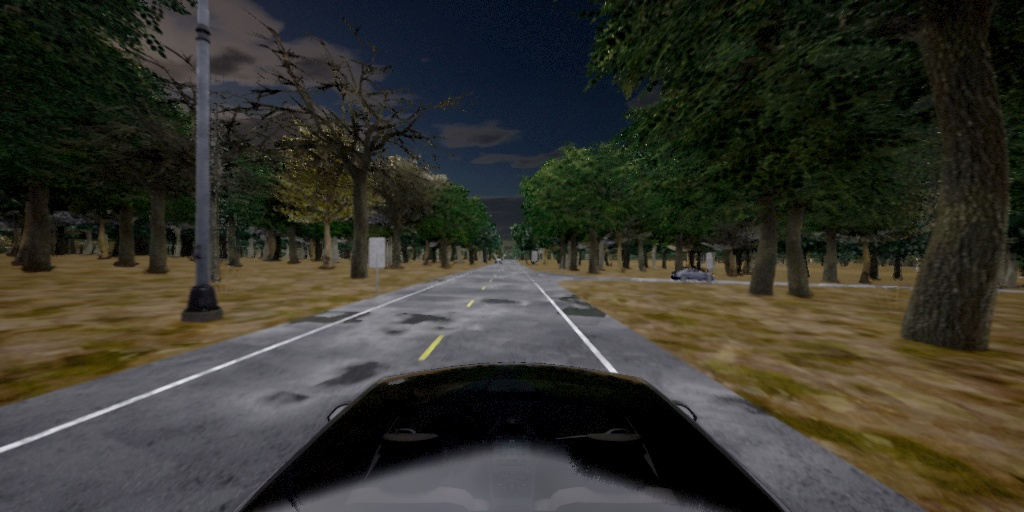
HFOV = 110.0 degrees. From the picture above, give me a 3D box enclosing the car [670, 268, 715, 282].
[{"bbox_3d":[18.894,1.993,37.603,4.181,1.385,1.994,2,-1,-2],"label":"car"}]
